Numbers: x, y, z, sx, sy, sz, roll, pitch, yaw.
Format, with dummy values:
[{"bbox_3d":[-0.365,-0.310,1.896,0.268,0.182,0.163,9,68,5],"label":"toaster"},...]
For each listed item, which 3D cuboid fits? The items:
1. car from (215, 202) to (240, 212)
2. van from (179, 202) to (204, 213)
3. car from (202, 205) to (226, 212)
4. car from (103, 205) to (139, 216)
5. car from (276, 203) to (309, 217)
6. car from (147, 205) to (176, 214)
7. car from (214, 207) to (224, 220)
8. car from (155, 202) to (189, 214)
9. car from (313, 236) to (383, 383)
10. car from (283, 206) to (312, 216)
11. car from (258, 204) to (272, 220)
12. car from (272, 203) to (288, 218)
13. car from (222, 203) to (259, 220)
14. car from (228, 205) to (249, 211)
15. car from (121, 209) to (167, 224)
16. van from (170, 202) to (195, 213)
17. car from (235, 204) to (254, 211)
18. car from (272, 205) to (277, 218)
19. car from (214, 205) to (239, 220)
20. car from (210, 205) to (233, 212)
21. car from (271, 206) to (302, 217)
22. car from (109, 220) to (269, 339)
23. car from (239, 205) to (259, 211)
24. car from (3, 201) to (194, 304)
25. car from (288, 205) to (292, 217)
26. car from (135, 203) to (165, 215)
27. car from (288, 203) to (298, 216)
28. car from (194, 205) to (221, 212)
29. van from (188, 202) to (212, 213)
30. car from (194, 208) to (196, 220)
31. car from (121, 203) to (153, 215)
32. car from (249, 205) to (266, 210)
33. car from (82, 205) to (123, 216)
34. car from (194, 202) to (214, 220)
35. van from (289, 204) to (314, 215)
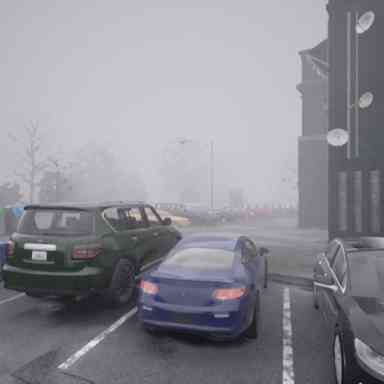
[{"bbox_3d":[8.212,3.461,77.218,5.566,2.045,2.435,0,-2,15],"label":"car"},{"bbox_3d":[-0.097,3.035,64.947,4.442,1.987,1.878,0,-2,15],"label":"van"},{"bbox_3d":[4.831,3.561,72.313,4.792,1.488,2.163,0,-2,15],"label":"car"},{"bbox_3d":[-10.576,2.736,49.941,4.792,1.488,2.163,0,-2,15],"label":"car"},{"bbox_3d":[17.694,3.153,58.829,5.566,2.045,2.435,1,-1,15],"label":"car"},{"bbox_3d":[-5.289,3.030,57.625,4.674,1.452,2.002,0,-2,15],"label":"car"},{"bbox_3d":[0.506,2.533,34.120,4.674,1.452,2.002,1,-1,15],"label":"car"},{"bbox_3d":[-3.622,2.829,60.083,5.566,2.045,2.435,0,-2,15],"label":"car"},{"bbox_3d":[2.894,1.488,4.882,2.231,1.521,4.892,1,-1,16],"label":"car"},{"bbox_3d":[19.371,3.494,61.295,5.008,1.535,2.097,1,-1,15],"label":"car"},{"bbox_3d":[7.375,2.608,44.012,5.566,2.045,2.435,1,-1,15],"label":"car"},{"bbox_3d":[10.799,2.789,48.953,5.566,2.045,2.435,1,-1,15],"label":"car"},{"bbox_3d":[5.656,2.643,41.555,4.553,1.767,2.185,1,-1,15],"label":"car"},{"bbox_3d":[11.595,3.893,82.105,4.892,1.521,2.231,0,-2,14],"label":"car"},{"bbox_3d":[-4.890,2.518,34.549,1.895,1.301,4.718,0,-2,35],"label":"car"},{"bbox_3d":[-1.788,2.944,62.497,4.442,1.987,1.878,0,-2,15],"label":"van"},{"bbox_3d":[13.281,3.857,84.562,4.553,1.767,2.185,0,-2,14],"label":"car"},{"bbox_3d":[9.080,2.979,46.481,4.792,1.488,2.163,1,-1,15],"label":"car"},{"bbox_3d":[2.241,2.587,36.598,5.008,1.535,2.097,1,-1,15],"label":"car"},{"bbox_3d":[6.579,3.651,74.753,4.792,1.488,2.163,0,-2,15],"label":"car"},{"bbox_3d":[15.952,3.313,56.355,5.008,1.535,2.097,1,-1,15],"label":"car"},{"bbox_3d":[0.482,1.526,6.594,2.002,1.452,4.674,0,-1,15],"label":"car"},{"bbox_3d":[14.907,4.073,87.025,5.008,1.535,2.097,0,-2,14],"label":"car"},{"bbox_3d":[-1.926,1.234,8.342,2.435,2.045,5.566,0,-1,16],"label":"car"},{"bbox_3d":[12.501,3.160,51.422,4.792,1.488,2.163,1,-1,15],"label":"car"},{"bbox_3d":[-6.950,2.774,55.168,4.553,1.767,2.185,0,-2,15],"label":"car"},{"bbox_3d":[14.276,2.972,53.891,5.566,2.045,2.435,1,-1,15],"label":"car"},{"bbox_3d":[3.351,3.438,69.817,5.366,1.575,1.946,0,-2,15],"label":"car"},{"bbox_3d":[1.594,3.125,67.397,4.442,1.987,1.878,0,-2,15],"label":"van"},{"bbox_3d":[-2.768,2.289,29.124,5.366,1.575,1.946,2,-2,15],"label":"car"},{"bbox_3d":[-8.702,2.684,52.746,4.553,1.767,2.185,0,-2,15],"label":"car"},{"bbox_3d":[18.123,4.283,91.980,4.792,1.488,2.163,0,-2,13],"label":"car"},{"bbox_3d":[-12.717,2.601,47.199,5.366,1.575,1.946,0,-2,15],"label":"car"},{"bbox_3d":[-1.183,2.143,31.653,5.566,2.045,2.435,1,-1,15],"label":"car"},{"bbox_3d":[20.972,3.356,63.799,4.442,1.987,1.878,1,-1,15],"label":"van"}]
